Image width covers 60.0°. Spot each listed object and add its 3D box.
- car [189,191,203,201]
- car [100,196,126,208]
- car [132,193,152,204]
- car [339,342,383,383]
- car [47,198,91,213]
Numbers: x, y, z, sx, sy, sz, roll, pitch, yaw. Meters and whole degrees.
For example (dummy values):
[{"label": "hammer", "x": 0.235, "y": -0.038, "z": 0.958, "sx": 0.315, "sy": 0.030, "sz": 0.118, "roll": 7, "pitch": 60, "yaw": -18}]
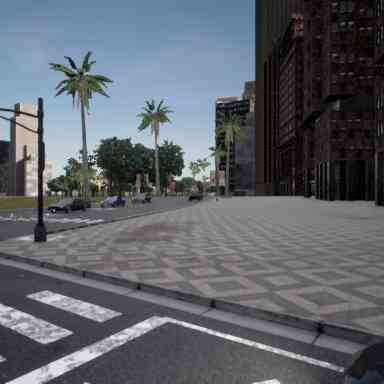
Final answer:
[{"label": "car", "x": 0.818, "y": 0.745, "z": 65.328, "sx": 2.150, "sy": 2.045, "sz": 5.566, "roll": 0, "pitch": 1, "yaw": 9}, {"label": "car", "x": -10.213, "y": 1.258, "z": 43.564, "sx": 1.812, "sy": 1.442, "sz": 4.674, "roll": 0, "pitch": 1, "yaw": 13}, {"label": "car", "x": -8.088, "y": 0.994, "z": 53.645, "sx": 2.097, "sy": 1.767, "sz": 4.553, "roll": 0, "pitch": 1, "yaw": 11}, {"label": "car", "x": 3.208, "y": 1.505, "z": 1.422, "sx": 4.892, "sy": 1.490, "sz": 1.837, "roll": 0, "pitch": 0, "yaw": 34}, {"label": "car", "x": -12.435, "y": 1.362, "z": 34.170, "sx": 2.033, "sy": 1.411, "sz": 5.357, "roll": 0, "pitch": 0, "yaw": 14}]
